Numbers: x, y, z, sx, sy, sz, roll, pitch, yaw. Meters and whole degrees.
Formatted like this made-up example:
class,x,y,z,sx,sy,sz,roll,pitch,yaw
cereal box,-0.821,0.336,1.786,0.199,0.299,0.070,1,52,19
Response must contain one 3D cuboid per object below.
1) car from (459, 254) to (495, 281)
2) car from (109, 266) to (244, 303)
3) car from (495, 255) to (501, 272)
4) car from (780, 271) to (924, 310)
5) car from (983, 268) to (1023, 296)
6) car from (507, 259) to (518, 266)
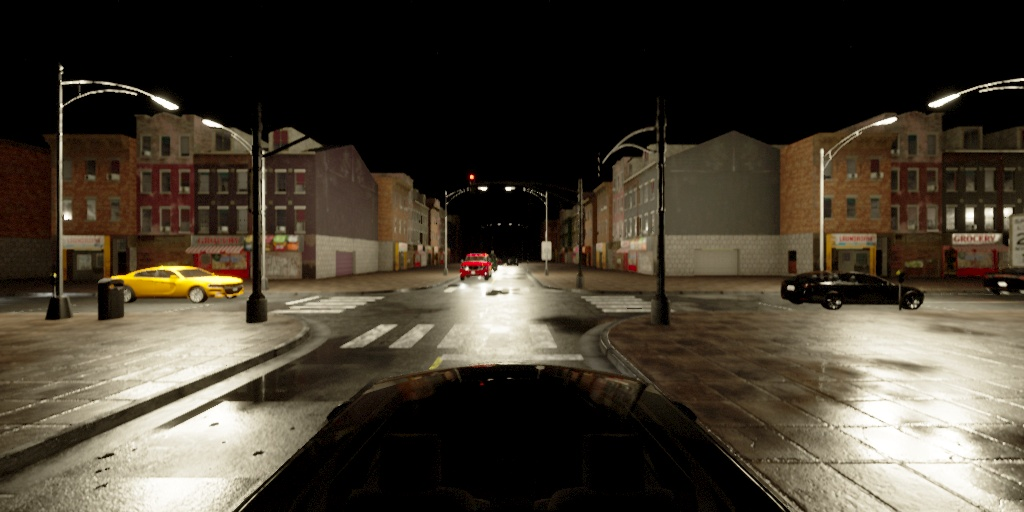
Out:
class,x,y,z,sx,sy,sz,roll,pitch,yaw
car,-2.825,0.844,29.005,2.150,2.045,5.566,0,0,1
car,-14.589,1.199,15.757,5.008,1.535,1.882,0,0,2
car,-2.816,0.780,41.696,2.150,2.045,5.566,0,1,0
car,12.357,1.208,13.212,4.313,1.339,1.948,0,0,0
car,24.061,1.082,15.764,5.008,1.535,1.882,0,0,0
car,0.116,1.084,62.405,1.895,1.301,4.718,0,0,0
